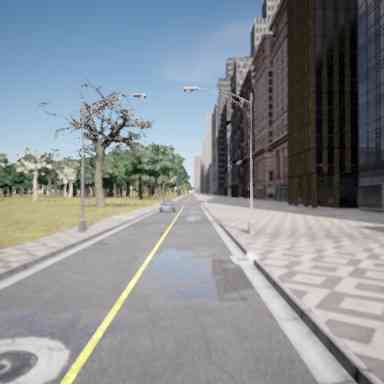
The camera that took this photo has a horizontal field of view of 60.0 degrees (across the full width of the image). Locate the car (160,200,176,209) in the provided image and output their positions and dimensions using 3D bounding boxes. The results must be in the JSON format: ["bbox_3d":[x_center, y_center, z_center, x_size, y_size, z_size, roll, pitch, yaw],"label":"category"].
[{"bbox_3d":[-2.983,1.672,41.319,1.812,1.442,4.674,0,0,0],"label":"car"}]
